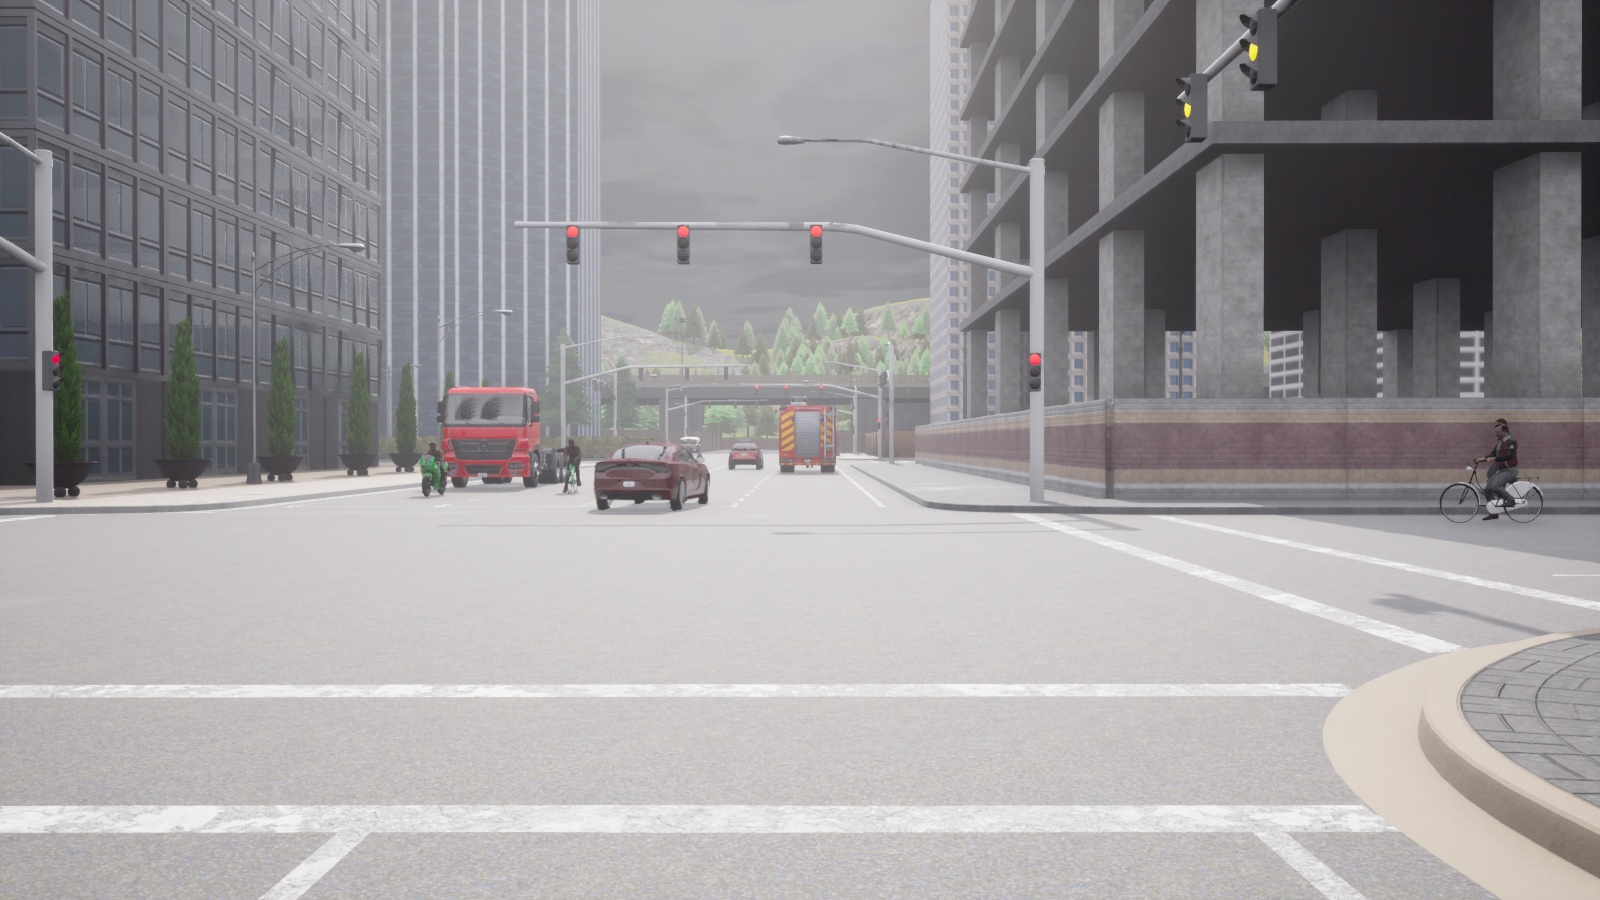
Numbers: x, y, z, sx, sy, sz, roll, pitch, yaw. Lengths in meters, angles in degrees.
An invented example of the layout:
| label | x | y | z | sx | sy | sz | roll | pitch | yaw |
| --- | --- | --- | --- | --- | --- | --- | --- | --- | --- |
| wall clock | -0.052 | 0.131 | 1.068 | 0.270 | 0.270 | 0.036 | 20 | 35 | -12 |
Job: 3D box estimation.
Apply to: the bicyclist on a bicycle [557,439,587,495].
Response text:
| label | x | y | z | sx | sy | sz | roll | pitch | yaw |
| --- | --- | --- | --- | --- | --- | --- | --- | --- | --- |
| bicyclist on a bicycle | -6.770 | 0.483 | 37.359 | 0.582 | 1.620 | 1.656 | 0 | 1 | 0 |

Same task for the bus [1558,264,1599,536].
| label | x | y | z | sx | sy | sz | roll | pitch | yaw |
| --- | --- | --- | --- | --- | --- | --- | --- | --- | --- |
| bus | 17.662 | -0.777 | 18.774 | 10.273 | 4.253 | 3.944 | 0 | 0 | 0 |

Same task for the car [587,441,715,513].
| label | x | y | z | sx | sy | sz | roll | pitch | yaw |
| --- | --- | --- | --- | --- | --- | --- | --- | --- | --- |
| car | -3.371 | 0.556 | 29.432 | 1.882 | 1.535 | 5.008 | 0 | 0 | 7 |

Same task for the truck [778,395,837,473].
| label | x | y | z | sx | sy | sz | roll | pitch | yaw |
| --- | --- | --- | --- | --- | --- | --- | --- | --- | --- |
| truck | 0.394 | -0.789 | 65.806 | 2.891 | 3.827 | 8.468 | 0 | 0 | 0 |

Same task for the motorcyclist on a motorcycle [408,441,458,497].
| label | x | y | z | sx | sy | sz | roll | pitch | yaw |
| --- | --- | --- | --- | --- | --- | --- | --- | --- | --- |
| motorcyclist on a motorcycle | -10.282 | 0.521 | 35.276 | 0.797 | 1.523 | 2.044 | 0 | 0 | 0 |

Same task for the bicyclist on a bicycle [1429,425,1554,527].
| label | x | y | z | sx | sy | sz | roll | pitch | yaw |
| --- | --- | --- | --- | --- | --- | --- | --- | --- | --- |
| bicyclist on a bicycle | 12.256 | 0.446 | 22.293 | 1.843 | 1.776 | 0.659 | 0 | 0 | 0 |

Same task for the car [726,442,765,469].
| label | x | y | z | sx | sy | sz | roll | pitch | yaw |
| --- | --- | --- | --- | --- | --- | --- | --- | --- | --- |
| car | -3.074 | 0.288 | 71.449 | 2.007 | 1.525 | 4.514 | 0 | 0 | 0 |

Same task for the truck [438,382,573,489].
| label | x | y | z | sx | sy | sz | roll | pitch | yaw |
| --- | --- | --- | --- | --- | --- | --- | --- | --- | --- |
| truck | -10.232 | -0.495 | 44.546 | 2.891 | 3.462 | 7.936 | 0 | 0 | 0 |

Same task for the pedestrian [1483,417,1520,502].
| label | x | y | z | sx | sy | sz | roll | pitch | yaw |
| --- | --- | --- | --- | --- | --- | --- | --- | --- | --- |
| pedestrian | 15.460 | 0.209 | 27.680 | 0.614 | 1.847 | 0.353 | 0 | 0 | 1 |
